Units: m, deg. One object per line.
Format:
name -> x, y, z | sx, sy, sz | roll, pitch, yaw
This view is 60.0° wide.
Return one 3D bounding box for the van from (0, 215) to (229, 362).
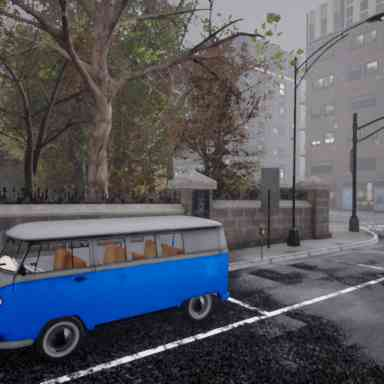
van -> -1.219, 1.342, 5.621 | 3.998, 1.788, 1.690 | 0, 1, -35
